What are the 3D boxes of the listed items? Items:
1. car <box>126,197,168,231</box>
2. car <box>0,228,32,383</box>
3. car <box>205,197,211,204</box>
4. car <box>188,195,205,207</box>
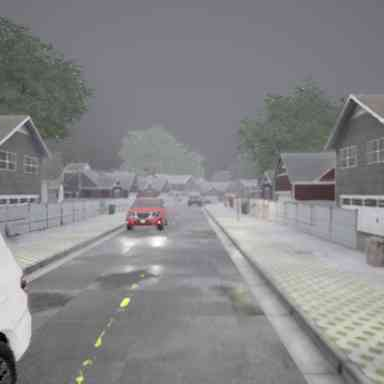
[{"bbox_3d":[-2.770,1.330,21.653,2.150,2.045,5.566,0,-1,0],"label":"car"},{"bbox_3d":[-2.836,1.228,1.413,2.150,2.045,5.566,0,0,0],"label":"car"},{"bbox_3d":[2.570,1.828,69.392,2.033,1.411,5.357,0,0,18],"label":"car"},{"bbox_3d":[0.534,1.519,59.074,2.150,2.045,5.566,0,0,7],"label":"car"}]
